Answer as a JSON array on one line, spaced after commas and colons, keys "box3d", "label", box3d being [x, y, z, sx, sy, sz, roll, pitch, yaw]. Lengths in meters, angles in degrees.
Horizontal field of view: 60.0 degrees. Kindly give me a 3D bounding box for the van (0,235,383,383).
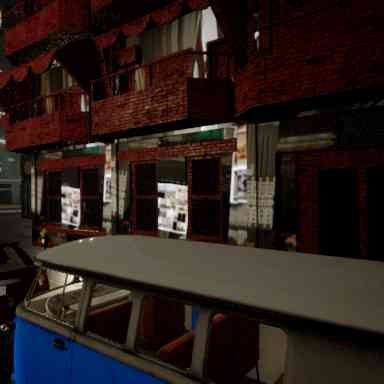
[{"box3d": [0.184, 1.341, 2.604, 3.998, 1.788, 1.690, 0, -1, 36], "label": "van"}]
